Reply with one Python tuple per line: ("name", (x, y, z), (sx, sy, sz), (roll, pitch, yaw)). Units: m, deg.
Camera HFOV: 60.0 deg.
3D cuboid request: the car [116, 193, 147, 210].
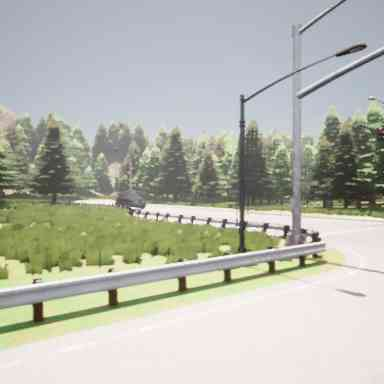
("car", (-7.939, 1.204, 43.035), (2.150, 2.045, 5.566), (0, 0, -35))
